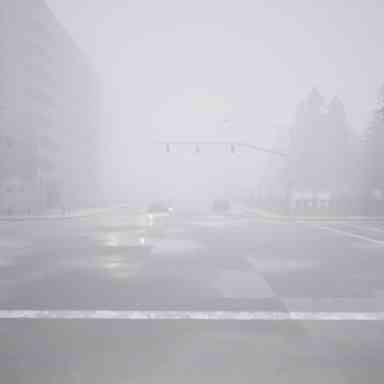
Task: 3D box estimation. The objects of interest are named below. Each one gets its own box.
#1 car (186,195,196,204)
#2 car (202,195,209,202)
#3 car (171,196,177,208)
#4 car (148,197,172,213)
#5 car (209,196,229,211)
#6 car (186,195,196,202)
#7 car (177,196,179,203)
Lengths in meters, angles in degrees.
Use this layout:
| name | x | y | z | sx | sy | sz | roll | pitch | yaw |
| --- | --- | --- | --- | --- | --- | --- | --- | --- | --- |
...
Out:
| name | x | y | z | sx | sy | sz | roll | pitch | yaw |
| --- | --- | --- | --- | --- | --- | --- | --- | --- | --- |
| car | -0.146 | 1.490 | 66.682 | 1.882 | 1.535 | 5.008 | 0 | 0 | 0 |
| car | 3.337 | 1.492 | 74.668 | 1.882 | 1.535 | 5.008 | 0 | 0 | 0 |
| car | -3.690 | 1.572 | 48.887 | 1.994 | 1.385 | 4.181 | 0 | 0 | 0 |
| car | -3.669 | 1.571 | 36.909 | 1.994 | 1.385 | 4.181 | 0 | 0 | 0 |
| car | 3.509 | 1.485 | 41.387 | 1.882 | 1.535 | 5.008 | 0 | 0 | 0 |
| car | -0.166 | 1.397 | 75.932 | 2.128 | 1.511 | 4.902 | 0 | 0 | 0 |
| car | -3.650 | 1.516 | 68.424 | 1.837 | 1.490 | 4.892 | 0 | 0 | 0 |
